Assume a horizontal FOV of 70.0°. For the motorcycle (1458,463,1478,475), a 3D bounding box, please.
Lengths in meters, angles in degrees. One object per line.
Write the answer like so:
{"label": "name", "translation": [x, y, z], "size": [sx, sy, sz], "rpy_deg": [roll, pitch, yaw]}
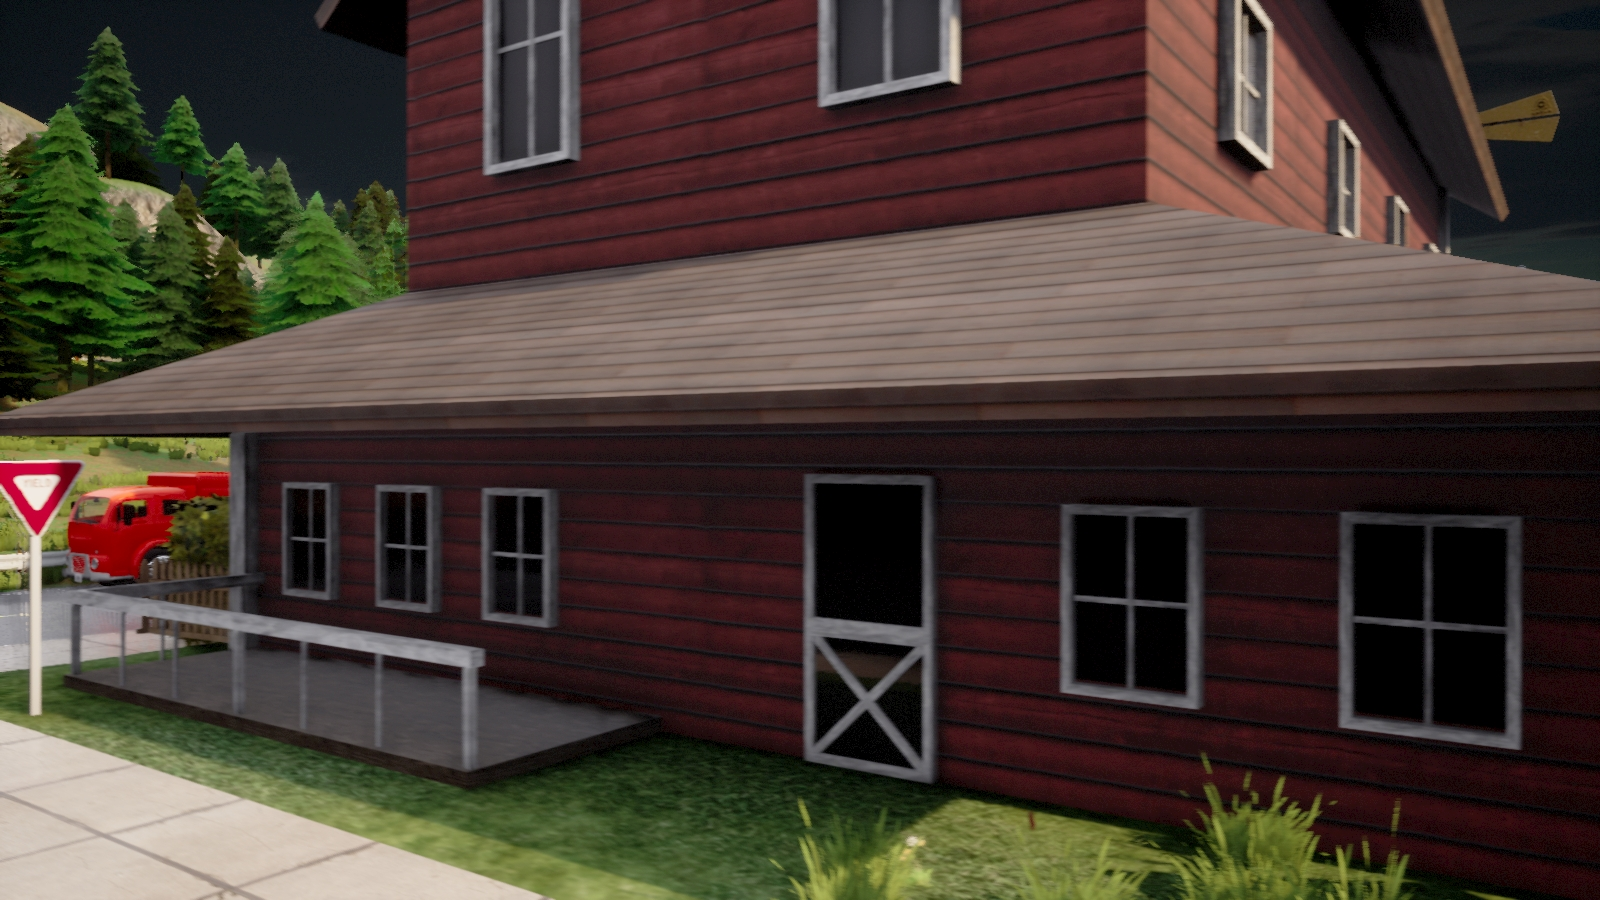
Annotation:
{"label": "motorcycle", "translation": [74.492, 2.140, 127.456], "size": [1.805, 1.316, 0.856], "rpy_deg": [0, 0, 36]}
